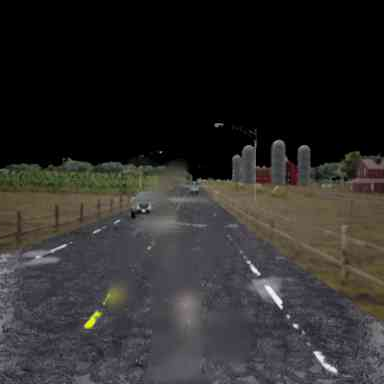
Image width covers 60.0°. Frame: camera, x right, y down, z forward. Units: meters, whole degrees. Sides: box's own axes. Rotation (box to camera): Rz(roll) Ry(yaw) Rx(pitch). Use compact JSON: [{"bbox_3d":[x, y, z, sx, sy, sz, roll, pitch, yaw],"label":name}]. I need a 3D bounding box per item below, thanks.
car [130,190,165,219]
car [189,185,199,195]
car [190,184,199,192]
[{"bbox_3d":[-3.378,0.922,26.304,2.150,2.045,5.566,0,1,1],"label":"car"},{"bbox_3d":[0.479,-0.361,71.976,2.097,1.767,4.553,0,3,0],"label":"car"},{"bbox_3d":[0.549,-0.922,82.185,2.097,1.767,4.553,0,3,0],"label":"car"}]
